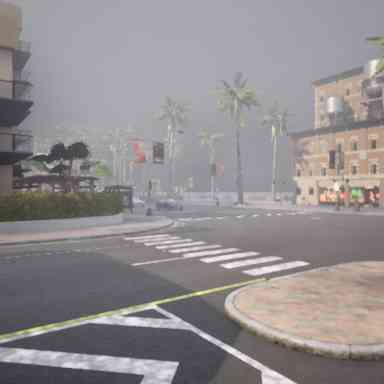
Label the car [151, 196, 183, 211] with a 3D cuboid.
[{"bbox_3d":[-2.916,1.535,41.621,1.812,1.442,4.674,0,0,-35],"label":"car"}]

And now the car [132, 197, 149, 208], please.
[{"bbox_3d":[-8.727,1.535,49.920,1.812,1.442,4.674,0,0,-35],"label":"car"}]
